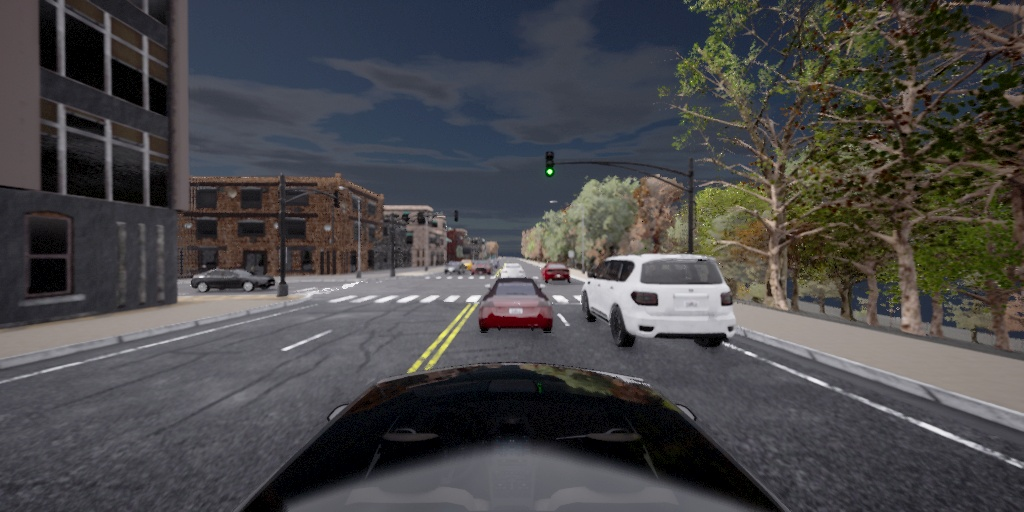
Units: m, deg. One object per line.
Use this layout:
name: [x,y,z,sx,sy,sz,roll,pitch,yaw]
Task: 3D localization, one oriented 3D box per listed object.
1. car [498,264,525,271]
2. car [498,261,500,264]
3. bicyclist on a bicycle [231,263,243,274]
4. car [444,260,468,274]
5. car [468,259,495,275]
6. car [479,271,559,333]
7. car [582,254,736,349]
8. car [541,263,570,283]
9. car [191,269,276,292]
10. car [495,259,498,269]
car: [0.088,1.334,28.584,1.812,1.442,4.674,0,0,0]
car: [-3.367,1.231,59.367,2.097,1.767,4.553,0,0,0]
bicyclist on a bicycle: [-24.968,1.411,32.532,0.582,1.620,1.656,-1,1,-1]
car: [-6.614,1.330,41.773,2.128,1.511,4.902,0,0,1]
car: [-3.371,1.188,40.470,2.097,1.767,4.553,0,0,0]
car: [0.099,1.334,10.887,1.994,1.385,4.181,0,0,0]
car: [3.346,0.988,9.387,2.150,2.045,5.566,0,0,0]
car: [3.349,1.285,28.264,1.882,1.535,5.008,0,0,0]
car: [-18.498,1.583,23.952,4.892,1.490,1.837,-1,0,-2]
car: [-3.390,1.457,49.432,1.895,1.301,4.718,0,0,0]
